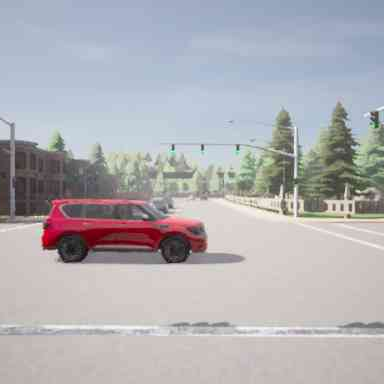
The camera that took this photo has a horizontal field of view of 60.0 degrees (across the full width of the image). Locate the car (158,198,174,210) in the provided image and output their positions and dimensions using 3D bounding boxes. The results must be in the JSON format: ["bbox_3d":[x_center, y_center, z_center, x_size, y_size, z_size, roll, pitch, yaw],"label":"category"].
[{"bbox_3d":[-3.609,1.636,47.215,1.837,1.490,4.892,0,0,0],"label":"car"}]

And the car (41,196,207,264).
[{"bbox_3d":[-2.247,1.262,11.525,5.566,2.045,2.150,0,0,2],"label":"car"}]

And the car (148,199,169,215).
[{"bbox_3d":[-3.629,1.607,36.845,1.837,1.490,4.892,0,0,0],"label":"car"}]
